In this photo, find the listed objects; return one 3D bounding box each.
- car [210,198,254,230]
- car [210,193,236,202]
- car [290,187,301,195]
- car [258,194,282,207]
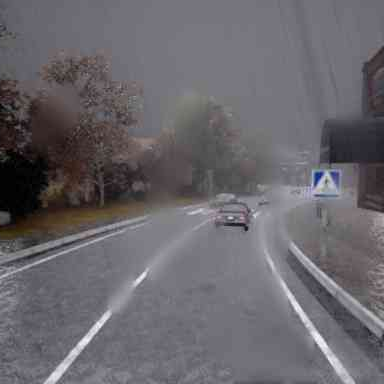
[{"bbox_3d":[2.564,1.342,19.651,2.033,1.411,5.357,1,1,13],"label":"car"},{"bbox_3d":[3.298,0.895,34.043,1.837,1.490,4.892,2,2,22],"label":"car"},{"bbox_3d":[22.038,-0.309,70.712,1.882,1.535,5.008,2,3,21],"label":"car"},{"bbox_3d":[8.982,0.930,38.008,2.033,1.411,5.357,2,2,25],"label":"car"}]
